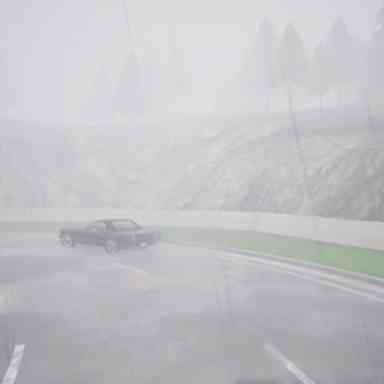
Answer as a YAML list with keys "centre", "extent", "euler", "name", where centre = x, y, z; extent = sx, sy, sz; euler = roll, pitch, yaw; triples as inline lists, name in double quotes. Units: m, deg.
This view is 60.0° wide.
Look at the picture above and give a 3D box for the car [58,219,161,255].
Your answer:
- centre: [-3.678, 1.810, 14.315]
  extent: [4.718, 1.301, 1.895]
  euler: [-1, -1, 36]
  name: "car"
